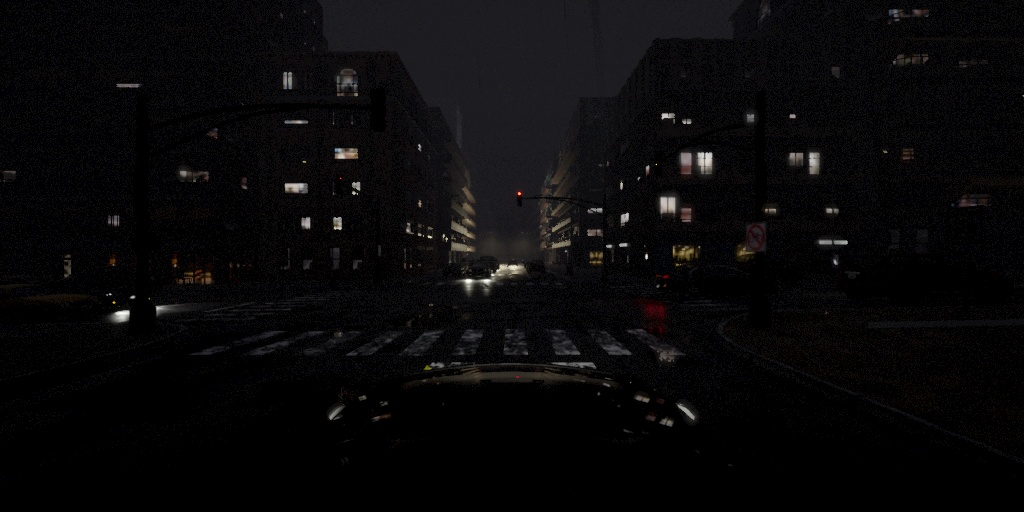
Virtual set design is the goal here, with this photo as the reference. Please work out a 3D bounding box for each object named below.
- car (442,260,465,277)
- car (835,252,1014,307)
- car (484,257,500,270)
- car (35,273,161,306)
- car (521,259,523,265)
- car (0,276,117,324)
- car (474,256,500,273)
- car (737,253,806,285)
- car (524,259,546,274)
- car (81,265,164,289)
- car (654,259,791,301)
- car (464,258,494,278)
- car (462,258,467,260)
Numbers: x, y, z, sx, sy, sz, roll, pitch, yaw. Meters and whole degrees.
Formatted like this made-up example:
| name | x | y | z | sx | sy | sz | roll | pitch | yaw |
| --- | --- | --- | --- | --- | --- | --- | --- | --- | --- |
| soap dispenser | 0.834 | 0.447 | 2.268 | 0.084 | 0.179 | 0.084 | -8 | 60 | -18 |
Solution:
| name | x | y | z | sx | sy | sz | roll | pitch | yaw |
| --- | --- | --- | --- | --- | --- | --- | --- | --- | --- |
| car | -5.623 | 1.322 | 35.117 | 1.948 | 1.339 | 4.313 | 0 | 0 | 0 |
| car | 14.733 | 0.775 | 13.032 | 5.009 | 1.841 | 2.192 | 0 | 0 | 0 |
| car | -2.979 | 1.116 | 54.416 | 2.097 | 1.767 | 4.553 | 0 | 0 | 0 |
| car | -18.295 | 1.628 | 15.400 | 4.181 | 1.385 | 1.994 | -1 | 0 | 0 |
| car | 2.803 | 1.348 | 57.832 | 1.802 | 1.307 | 4.207 | 0 | 0 | 0 |
| car | -17.608 | 1.585 | 12.815 | 4.829 | 1.417 | 1.751 | 0 | 0 | 0 |
| car | -3.014 | 0.981 | 44.083 | 2.150 | 2.045 | 5.566 | 0 | 0 | 0 |
| car | 14.615 | 0.759 | 21.412 | 5.009 | 1.841 | 2.192 | 0 | 0 | 0 |
| car | 2.769 | 1.198 | 40.785 | 1.967 | 1.591 | 4.097 | 0 | 0 | 0 |
| car | -23.560 | 1.462 | 21.123 | 5.009 | 1.841 | 2.192 | 0 | 0 | 0 |
| car | 8.751 | 1.057 | 15.582 | 4.902 | 1.511 | 2.128 | -1 | 0 | 0 |
| car | -3.036 | 1.233 | 34.102 | 1.882 | 1.535 | 5.008 | 0 | 0 | 0 |
| car | -5.612 | 1.283 | 40.630 | 1.751 | 1.417 | 4.829 | 0 | 0 | 0 |
